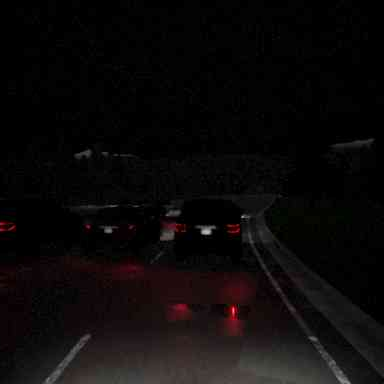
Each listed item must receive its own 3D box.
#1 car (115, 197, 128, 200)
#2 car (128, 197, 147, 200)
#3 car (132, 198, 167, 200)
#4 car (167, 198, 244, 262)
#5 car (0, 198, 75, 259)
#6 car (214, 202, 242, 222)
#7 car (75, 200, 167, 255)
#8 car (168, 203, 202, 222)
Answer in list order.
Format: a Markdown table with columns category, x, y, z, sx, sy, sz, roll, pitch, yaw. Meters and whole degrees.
| category | x | y | z | sx | sy | sz | roll | pitch | yaw |
| --- | --- | --- | --- | --- | --- | --- | --- | --- | --- |
| car | -12.026 | 1.556 | 57.901 | 2.128 | 1.511 | 4.902 | 0 | 0 | 16 |
| car | -8.607 | 1.593 | 57.165 | 1.812 | 1.442 | 4.674 | 0 | 0 | 16 |
| car | -3.679 | 1.561 | 29.891 | 1.812 | 1.442 | 4.674 | 0 | 0 | 12 |
| car | 0.716 | 1.240 | 12.351 | 2.150 | 2.045 | 5.566 | 0 | 0 | 6 |
| car | -6.267 | 1.235 | 12.874 | 2.150 | 2.045 | 5.566 | 0 | 0 | 7 |
| car | 3.094 | 1.604 | 28.113 | 1.994 | 1.385 | 4.181 | 0 | 0 | 11 |
| car | -2.633 | 1.367 | 13.592 | 2.097 | 1.767 | 4.553 | 0 | 0 | 7 |
| car | -0.489 | 1.637 | 28.050 | 1.895 | 1.301 | 4.718 | 0 | 0 | 11 |
